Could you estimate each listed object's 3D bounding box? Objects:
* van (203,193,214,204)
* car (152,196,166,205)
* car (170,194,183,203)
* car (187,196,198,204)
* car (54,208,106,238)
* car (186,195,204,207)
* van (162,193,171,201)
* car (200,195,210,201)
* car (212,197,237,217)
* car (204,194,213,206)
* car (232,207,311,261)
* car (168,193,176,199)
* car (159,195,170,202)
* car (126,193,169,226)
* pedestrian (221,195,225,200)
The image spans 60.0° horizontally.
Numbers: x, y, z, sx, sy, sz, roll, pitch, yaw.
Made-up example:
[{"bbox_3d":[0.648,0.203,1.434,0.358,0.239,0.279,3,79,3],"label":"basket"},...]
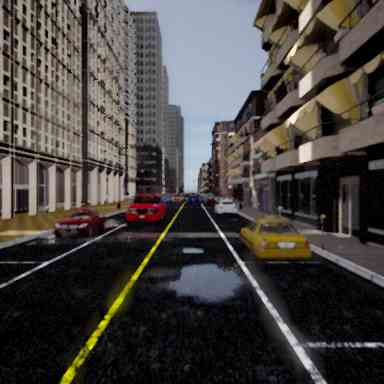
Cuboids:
[{"bbox_3d":[2.791,1.159,56.846,1.690,1.788,3.998,0,0,0],"label":"van"},{"bbox_3d":[-5.589,1.384,56.862,1.947,1.339,4.313,0,0,0],"label":"car"},{"bbox_3d":[-2.907,1.148,65.013,2.097,1.767,4.553,0,0,1],"label":"car"},{"bbox_3d":[0.108,1.373,60.211,1.994,1.385,4.181,0,0,0],"label":"car"},{"bbox_3d":[-5.658,1.520,17.322,1.802,1.307,4.206,0,0,0],"label":"car"},{"bbox_3d":[0.148,1.194,48.347,2.097,1.767,4.553,0,0,-2],"label":"car"},{"bbox_3d":[-5.559,1.114,73.807,1.690,1.788,3.998,0,0,0],"label":"van"},{"bbox_3d":[2.821,1.324,73.792,2.008,1.369,4.403,0,0,0],"label":"car"},{"bbox_3d":[3.054,1.423,30.168,1.812,1.442,4.674,0,0,0],"label":"car"},{"bbox_3d":[2.781,1.416,51.198,1.802,1.307,4.206,0,0,0],"label":"car"},{"bbox_3d":[2.712,1.482,11.828,1.752,1.417,4.829,0,0,0],"label":"car"},{"bbox_3d":[-5.530,1.172,90.753,1.967,1.590,4.097,0,0,0],"label":"car"},{"bbox_3d":[-5.569,1.339,68.159,2.008,1.369,4.403,0,0,0],"label":"car"},{"bbox_3d":[-3.059,1.139,23.163,2.150,2.045,5.566,0,0,0],"label":"car"},{"bbox_3d":[3.060,1.182,33.003,0.375,1.860,0.375,0,0,-2],"label":"pedestrian"}]
